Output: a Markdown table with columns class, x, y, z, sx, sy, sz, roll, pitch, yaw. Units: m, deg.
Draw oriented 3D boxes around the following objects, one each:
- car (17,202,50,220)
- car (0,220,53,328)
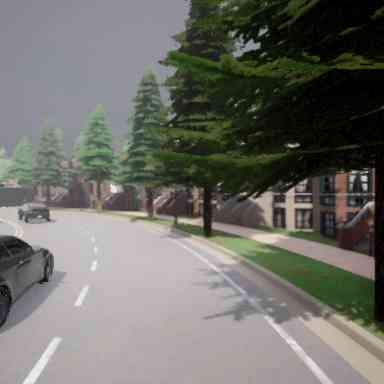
| class | x | y | z | sx | sy | sz | roll | pitch | yaw |
| --- | --- | --- | --- | --- | --- | --- | --- | --- | --- |
| car | -12.952 | 1.629 | 27.147 | 1.837 | 1.490 | 4.892 | 0 | 0 | -36 |
| car | -4.251 | 1.566 | 6.694 | 1.812 | 1.442 | 4.674 | 0 | 0 | -8 |
